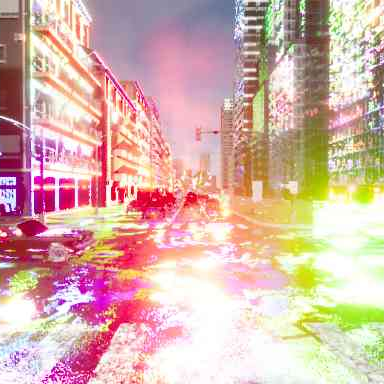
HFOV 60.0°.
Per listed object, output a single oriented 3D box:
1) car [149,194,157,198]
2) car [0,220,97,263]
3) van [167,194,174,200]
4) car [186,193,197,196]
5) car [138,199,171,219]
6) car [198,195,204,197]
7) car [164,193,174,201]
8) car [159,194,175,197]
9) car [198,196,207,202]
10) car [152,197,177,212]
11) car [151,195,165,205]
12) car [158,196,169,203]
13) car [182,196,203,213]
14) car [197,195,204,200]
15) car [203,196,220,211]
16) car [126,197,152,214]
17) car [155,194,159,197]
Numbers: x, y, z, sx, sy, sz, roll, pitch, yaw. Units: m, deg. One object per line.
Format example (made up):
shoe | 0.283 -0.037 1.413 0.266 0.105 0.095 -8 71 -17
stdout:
car | -5.826 1.436 41.004 1.967 1.590 4.097 -1 0 0
car | -5.819 1.632 11.490 4.718 1.301 1.895 0 1 0
van | -5.982 1.350 91.843 1.690 1.788 3.998 -1 0 0
car | -0.112 1.223 69.850 2.150 2.045 5.566 0 0 0
car | -3.187 1.560 29.141 1.994 1.385 4.181 0 0 0
car | 2.453 1.551 63.682 2.008 1.369 4.403 -1 0 0
car | -5.966 1.322 86.195 2.192 1.841 5.009 -1 0 0
car | -3.237 1.488 49.189 2.128 1.511 4.902 0 0 0
car | 2.419 1.548 74.980 1.887 1.381 4.507 -1 0 0
car | -3.207 1.560 39.067 1.994 1.385 4.181 0 0 0
car | -5.878 1.439 57.950 1.967 1.590 4.097 -1 0 0
car | -5.911 1.584 69.249 1.802 1.307 4.206 -1 0 0
car | -0.034 1.500 37.409 1.837 1.490 4.892 0 0 0
car | 2.366 1.535 92.098 1.752 1.417 4.829 -1 0 0
car | 2.522 1.540 41.086 1.887 1.381 4.507 -1 0 0
car | -5.808 1.540 35.355 1.887 1.381 4.507 -1 0 0
car | -5.863 1.312 52.302 2.192 1.841 5.009 -1 0 0
